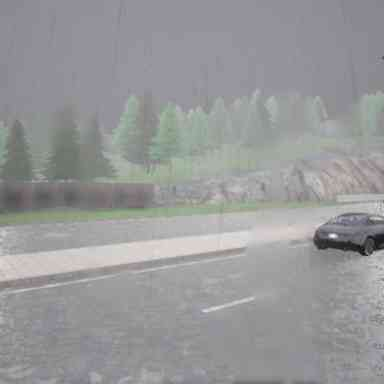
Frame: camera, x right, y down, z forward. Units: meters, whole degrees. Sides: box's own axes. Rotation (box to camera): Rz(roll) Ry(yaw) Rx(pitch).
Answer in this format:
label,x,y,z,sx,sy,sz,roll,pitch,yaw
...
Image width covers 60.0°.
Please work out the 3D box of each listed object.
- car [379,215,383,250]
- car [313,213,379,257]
label,x,y,z,sx,sy,sz,roll,pitch,yaw
car,7.307,1.278,8.953,4.553,1.767,2.097,0,0,-35
car,6.524,1.479,12.692,4.181,1.385,1.994,0,0,-35
